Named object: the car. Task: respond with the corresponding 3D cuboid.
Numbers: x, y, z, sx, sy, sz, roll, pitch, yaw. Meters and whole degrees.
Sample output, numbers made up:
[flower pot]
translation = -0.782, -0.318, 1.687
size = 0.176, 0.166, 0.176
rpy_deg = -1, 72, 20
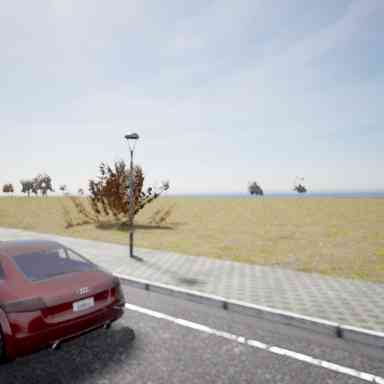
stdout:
[car]
translation = -3.135, 1.523, 5.822
size = 4.181, 1.385, 1.994
rpy_deg = 1, 0, 36
